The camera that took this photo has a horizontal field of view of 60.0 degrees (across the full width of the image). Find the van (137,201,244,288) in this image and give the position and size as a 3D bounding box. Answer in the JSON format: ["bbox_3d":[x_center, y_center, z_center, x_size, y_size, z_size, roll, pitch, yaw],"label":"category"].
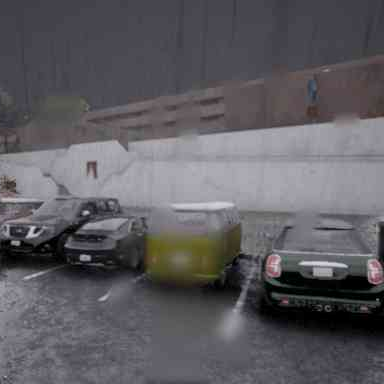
[{"bbox_3d":[0.325,1.260,9.389,1.878,1.987,4.442,0,-1,15],"label":"van"}]

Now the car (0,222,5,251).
[{"bbox_3d":[-6.868,1.496,8.278,4.892,1.490,1.837,0,0,36],"label":"car"}]

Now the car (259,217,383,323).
[{"bbox_3d":[2.715,1.361,7.512,2.185,1.767,4.553,0,-1,15],"label":"car"}]

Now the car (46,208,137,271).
[{"bbox_3d":[-2.136,1.483,11.000,2.231,1.521,4.892,0,-1,15],"label":"car"}]

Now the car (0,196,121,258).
[{"bbox_3d":[-4.561,1.228,12.712,2.435,2.045,5.566,1,-1,16],"label":"car"}]
